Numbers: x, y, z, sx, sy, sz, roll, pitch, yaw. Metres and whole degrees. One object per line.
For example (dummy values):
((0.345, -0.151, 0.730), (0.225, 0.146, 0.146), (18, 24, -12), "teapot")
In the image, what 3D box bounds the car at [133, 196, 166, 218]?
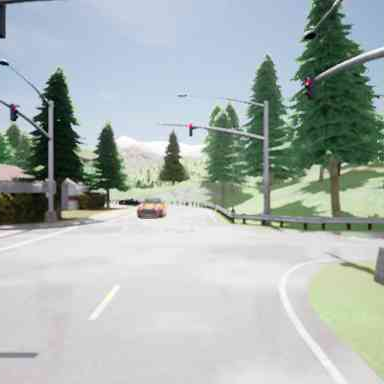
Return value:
((-3.408, 1.253, 28.659), (2.097, 1.767, 4.553), (0, 0, 1), "car")

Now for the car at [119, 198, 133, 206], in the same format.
((-8.212, 1.441, 48.047), (4.718, 1.301, 1.895), (0, 0, 30), "car")
